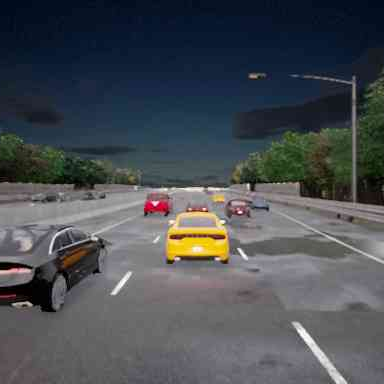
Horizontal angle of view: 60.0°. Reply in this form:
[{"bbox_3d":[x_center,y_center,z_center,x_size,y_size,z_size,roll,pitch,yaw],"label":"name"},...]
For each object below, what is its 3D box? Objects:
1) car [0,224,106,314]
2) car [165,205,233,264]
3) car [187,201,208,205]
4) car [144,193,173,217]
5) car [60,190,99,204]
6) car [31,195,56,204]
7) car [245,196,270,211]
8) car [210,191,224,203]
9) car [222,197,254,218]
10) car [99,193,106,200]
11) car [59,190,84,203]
[{"bbox_3d":[-3.357,1.479,7.579,2.128,1.511,4.902,0,0,0],"label":"car"},{"bbox_3d":[0.181,1.454,11.834,1.882,1.535,5.008,0,0,1],"label":"car"},{"bbox_3d":[0.475,1.467,29.942,1.895,1.301,4.718,0,1,1],"label":"car"},{"bbox_3d":[-3.018,1.085,30.346,2.150,2.045,5.566,0,1,1],"label":"car"},{"bbox_3d":[-13.523,0.978,40.343,2.150,2.045,5.566,0,1,1],"label":"car"},{"bbox_3d":[-23.723,1.113,53.395,2.033,1.411,5.357,0,1,2],"label":"car"},{"bbox_3d":[7.384,1.352,37.128,1.994,1.385,4.181,0,1,3],"label":"car"},{"bbox_3d":[4.347,1.004,54.708,1.882,1.535,5.008,0,1,1],"label":"car"},{"bbox_3d":[3.849,1.404,28.504,1.812,1.442,4.674,0,0,1],"label":"car"},{"bbox_3d":[-16.612,0.962,58.720,2.128,1.511,4.902,0,1,2],"label":"car"},{"bbox_3d":[-20.175,0.740,56.039,2.150,2.045,5.566,0,1,2],"label":"car"}]
